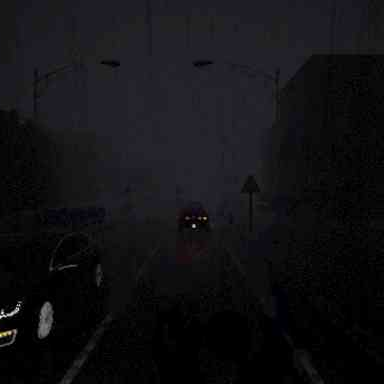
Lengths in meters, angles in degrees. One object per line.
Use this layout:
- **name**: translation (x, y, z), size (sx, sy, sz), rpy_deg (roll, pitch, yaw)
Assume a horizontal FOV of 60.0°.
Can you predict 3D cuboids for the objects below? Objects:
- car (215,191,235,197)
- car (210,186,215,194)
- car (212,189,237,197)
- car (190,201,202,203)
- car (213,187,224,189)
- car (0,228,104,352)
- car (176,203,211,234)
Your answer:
- **car**: translation (8.181, 0.536, 81.640), size (4.674, 1.452, 2.002), rpy_deg (0, 2, -1)
- **car**: translation (8.143, 0.043, 87.136), size (5.566, 2.045, 2.435), rpy_deg (0, 2, -1)
- **car**: translation (8.023, 0.599, 78.881), size (5.366, 1.575, 1.946), rpy_deg (0, 2, -1)
- **car**: translation (0.379, 1.715, 36.006), size (2.033, 1.411, 5.357), rpy_deg (0, 0, 3)
- **car**: translation (8.114, 0.268, 84.387), size (4.553, 1.767, 2.185), rpy_deg (0, 2, -1)
- **car**: translation (-3.094, 1.535, 6.467), size (1.837, 1.490, 4.892), rpy_deg (0, -1, 0)
- **car**: translation (0.101, 1.673, 20.749), size (1.837, 1.490, 4.892), rpy_deg (0, -1, 0)
